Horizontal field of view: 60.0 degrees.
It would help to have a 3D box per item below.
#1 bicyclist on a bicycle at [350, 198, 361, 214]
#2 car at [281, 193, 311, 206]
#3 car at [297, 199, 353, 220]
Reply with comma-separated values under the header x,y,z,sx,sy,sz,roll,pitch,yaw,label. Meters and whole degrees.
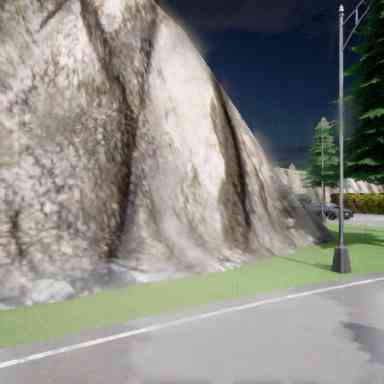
x,y,z,sx,sy,sz,roll,pitch,yaw,label
16.381,1.453,33.343,1.656,1.620,0.582,0,0,-28,bicyclist on a bicycle
17.343,1.226,55.132,5.566,2.045,2.150,0,0,-32,car
11.298,1.564,27.960,1.994,1.385,4.181,0,0,-27,car
